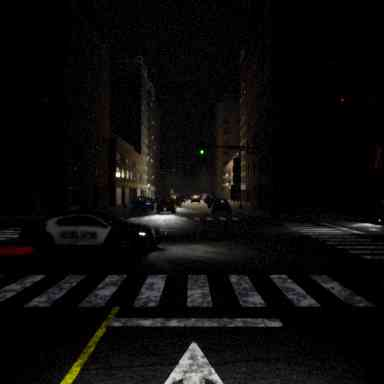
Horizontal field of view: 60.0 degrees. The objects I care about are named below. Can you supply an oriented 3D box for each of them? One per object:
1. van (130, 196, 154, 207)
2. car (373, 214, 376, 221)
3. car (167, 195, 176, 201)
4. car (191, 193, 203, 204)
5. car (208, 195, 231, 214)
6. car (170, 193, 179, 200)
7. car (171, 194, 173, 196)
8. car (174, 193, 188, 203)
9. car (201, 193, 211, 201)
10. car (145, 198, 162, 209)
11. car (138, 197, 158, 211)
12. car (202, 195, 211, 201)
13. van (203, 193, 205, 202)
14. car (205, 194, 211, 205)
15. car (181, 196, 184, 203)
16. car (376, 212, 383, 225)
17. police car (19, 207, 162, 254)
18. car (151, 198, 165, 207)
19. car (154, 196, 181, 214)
[{"bbox_3d":[-5.481,1.340,35.594,1.690,1.788,3.998,0,0,1],"label":"van"},{"bbox_3d":[15.501,1.562,22.758,5.357,1.411,2.033,0,0,0],"label":"car"},{"bbox_3d":[-4.978,1.515,80.767,1.752,1.417,4.829,0,0,1],"label":"car"},{"bbox_3d":[0.712,1.488,65.505,2.128,1.511,4.902,0,0,1],"label":"car"},{"bbox_3d":[3.045,1.439,35.501,1.967,1.590,4.097,0,0,1],"label":"car"},{"bbox_3d":[-4.850,1.299,92.273,2.192,1.841,5.009,0,0,1],"label":"car"},{"bbox_3d":[-5.167,1.522,63.763,1.752,1.417,4.829,0,0,1],"label":"car"},{"bbox_3d":[-2.260,1.504,68.706,1.837,1.490,4.892,0,0,1],"label":"car"},{"bbox_3d":[3.612,1.302,86.521,2.192,1.841,5.009,0,0,1],"label":"car"},{"bbox_3d":[-5.354,1.565,46.930,1.947,1.339,4.313,0,0,1],"label":"car"},{"bbox_3d":[-5.418,1.439,41.262,1.967,1.590,4.097,0,0,1],"label":"car"},{"bbox_3d":[3.549,1.430,80.853,1.967,1.590,4.097,0,0,1],"label":"car"},{"bbox_3d":[3.297,1.339,58.176,1.690,1.788,3.998,0,0,1],"label":"van"},{"bbox_3d":[3.171,1.439,46.838,1.967,1.590,4.097,0,0,1],"label":"car"},{"bbox_3d":[-2.557,1.600,48.796,1.895,1.301,4.718,0,0,1],"label":"car"},{"bbox_3d":[13.821,1.617,19.511,4.718,1.301,1.895,0,0,0],"label":"car"},{"bbox_3d":[-3.850,1.507,12.934,4.974,1.542,2.038,0,0,0],"label":"police car"},{"bbox_3d":[-5.291,1.581,52.598,1.802,1.307,4.206,0,0,1],"label":"car"},{"bbox_3d":[-2.707,1.491,36.066,2.128,1.511,4.902,0,0,1],"label":"car"}]
